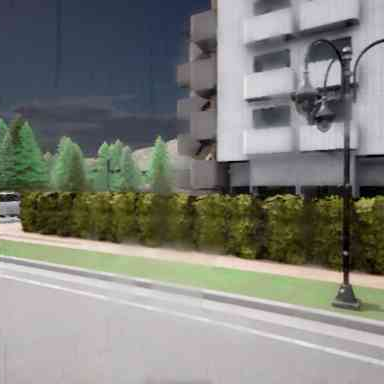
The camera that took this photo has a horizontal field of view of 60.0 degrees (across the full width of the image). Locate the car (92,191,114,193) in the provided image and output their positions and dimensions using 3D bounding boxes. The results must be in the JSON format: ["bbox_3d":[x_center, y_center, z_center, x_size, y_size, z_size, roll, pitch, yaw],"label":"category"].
[{"bbox_3d":[-11.078,0.924,38.676,2.150,2.045,5.566,0,0,33],"label":"car"}]

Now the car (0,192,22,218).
[{"bbox_3d":[-12.960,1.030,23.022,2.150,2.045,5.566,0,0,36],"label":"car"}]
